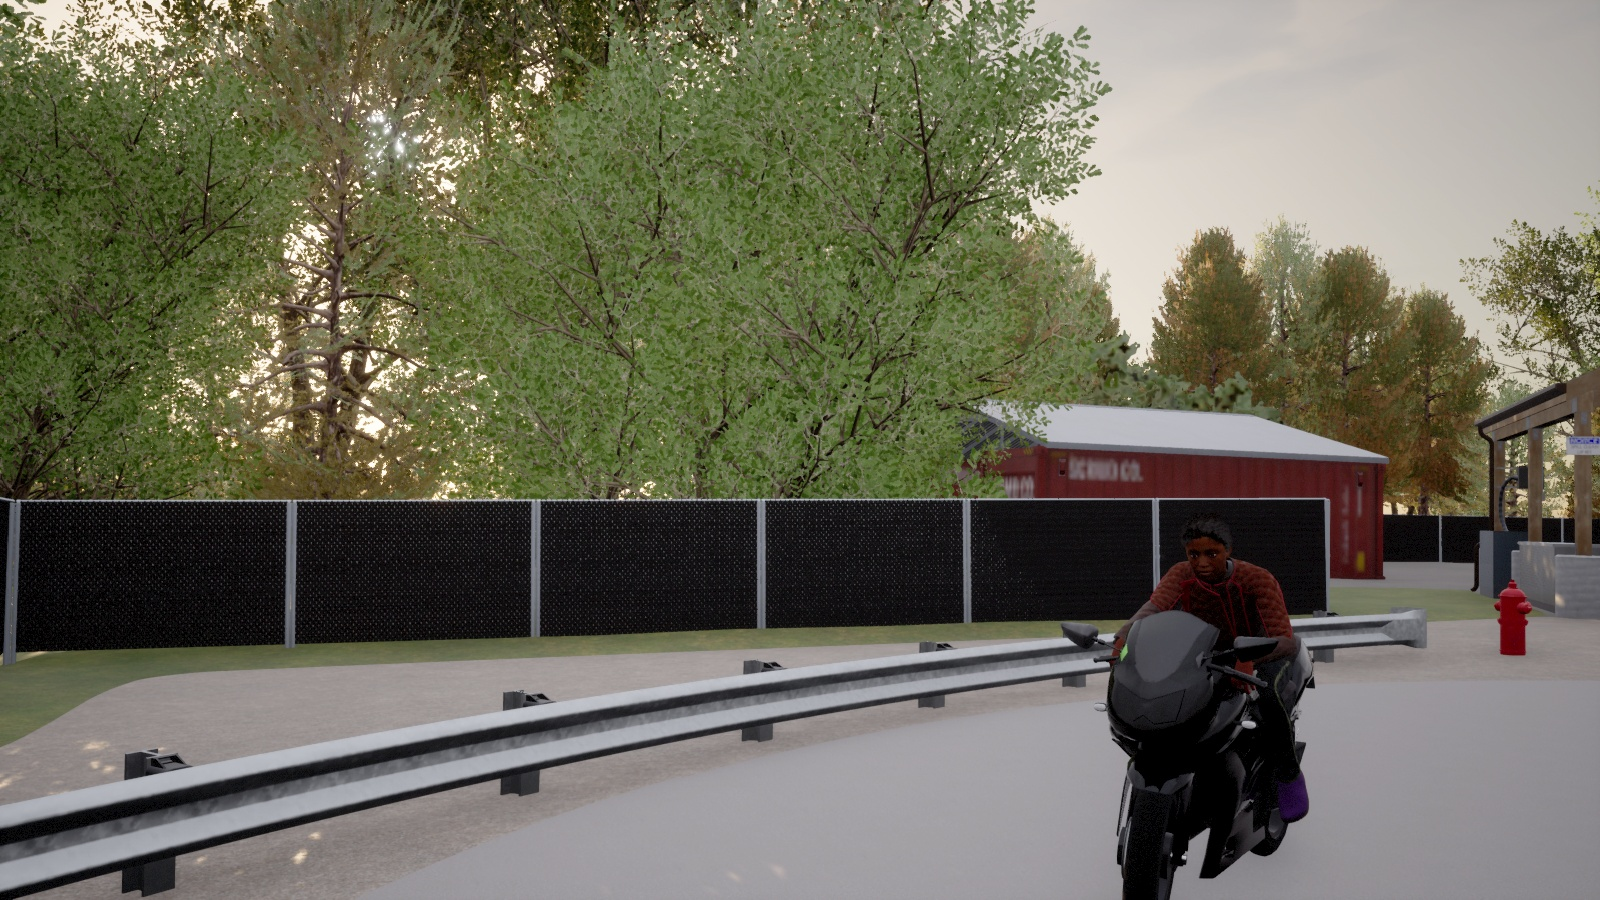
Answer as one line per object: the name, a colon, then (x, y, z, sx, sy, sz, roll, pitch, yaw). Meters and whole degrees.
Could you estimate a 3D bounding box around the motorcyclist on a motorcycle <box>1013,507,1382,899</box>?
motorcyclist on a motorcycle: (1.675, 0.996, 5.020, 0.797, 1.523, 2.044, -1, -3, 36)
